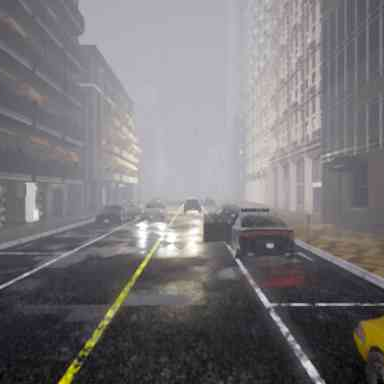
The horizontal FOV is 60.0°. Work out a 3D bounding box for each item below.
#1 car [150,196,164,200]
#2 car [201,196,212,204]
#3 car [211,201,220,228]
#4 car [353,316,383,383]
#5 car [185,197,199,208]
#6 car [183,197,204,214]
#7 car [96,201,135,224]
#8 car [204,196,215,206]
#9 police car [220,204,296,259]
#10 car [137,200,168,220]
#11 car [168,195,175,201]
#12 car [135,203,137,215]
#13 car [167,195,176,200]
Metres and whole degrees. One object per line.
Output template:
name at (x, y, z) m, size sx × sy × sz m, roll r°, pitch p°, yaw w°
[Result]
car at (-5.683, 1.427, 52.592) m, size 1.967 × 1.590 × 4.097 m, roll 0°, pitch 0°, yaw 0°
car at (2.698, 1.540, 63.888) m, size 2.008 × 1.369 × 4.403 m, roll 0°, pitch 0°, yaw 0°
car at (2.694, 1.554, 24.349) m, size 1.947 × 1.339 × 4.313 m, roll 0°, pitch 0°, yaw 0°
car at (2.690, 1.524, 1.924) m, size 1.752 × 1.417 × 4.829 m, roll 0°, pitch 0°, yaw 0°
car at (0.018, 1.512, 48.502) m, size 1.812 × 1.442 × 4.674 m, roll 0°, pitch 0°, yaw 0°
car at (0.056, 1.491, 35.953) m, size 1.837 × 1.490 × 4.892 m, roll 0°, pitch 0°, yaw 0°
car at (-5.688, 1.554, 24.349) m, size 1.947 × 1.339 × 4.313 m, roll 0°, pitch 0°, yaw 0°
car at (2.697, 1.532, 52.591) m, size 1.887 × 1.381 × 4.507 m, roll 0°, pitch 0°, yaw 0°
police car at (2.370, 1.418, 12.671) m, size 1.930 × 1.638 × 5.238 m, roll 0°, pitch 0°, yaw 0°
car at (-3.094, 1.588, 27.751) m, size 1.895 × 1.301 × 4.718 m, roll 0°, pitch 0°, yaw 0°
car at (-5.679, 1.549, 86.484) m, size 2.008 × 1.369 × 4.403 m, roll 0°, pitch 0°, yaw 0°
car at (-5.687, 1.512, 29.828) m, size 1.752 × 1.417 × 4.829 m, roll 0°, pitch 0°, yaw 0°
car at (-5.677, 1.553, 92.132) m, size 2.008 × 1.369 × 4.403 m, roll 0°, pitch 0°, yaw 0°
